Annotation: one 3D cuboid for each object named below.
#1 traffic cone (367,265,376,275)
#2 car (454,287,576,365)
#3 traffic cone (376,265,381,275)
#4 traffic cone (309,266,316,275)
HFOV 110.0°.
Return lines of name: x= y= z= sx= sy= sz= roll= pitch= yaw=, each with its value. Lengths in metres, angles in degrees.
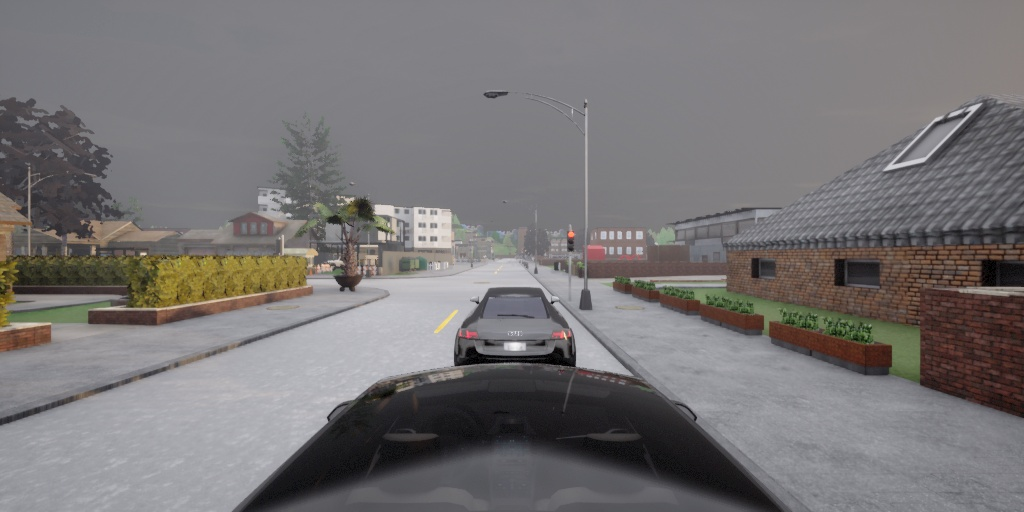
traffic cone: x=-15.749 y=1.561 z=40.150 sx=0.344 sy=0.586 sz=0.344 roll=0 pitch=0 yaw=0
car: x=0.059 y=1.314 z=7.333 sx=1.994 sy=1.385 sz=4.181 roll=0 pitch=0 yaw=0
traffic cone: x=-15.388 y=1.558 z=40.720 sx=0.344 sy=0.586 sz=0.344 roll=0 pitch=0 yaw=0
traffic cone: x=-19.796 y=1.568 z=35.267 sx=0.344 sy=0.586 sz=0.344 roll=0 pitch=0 yaw=0
